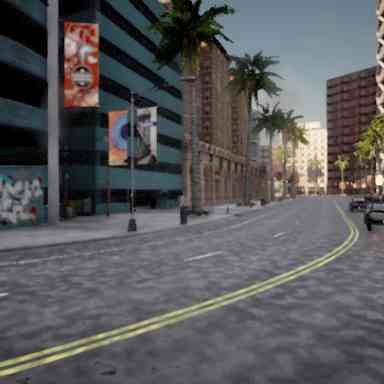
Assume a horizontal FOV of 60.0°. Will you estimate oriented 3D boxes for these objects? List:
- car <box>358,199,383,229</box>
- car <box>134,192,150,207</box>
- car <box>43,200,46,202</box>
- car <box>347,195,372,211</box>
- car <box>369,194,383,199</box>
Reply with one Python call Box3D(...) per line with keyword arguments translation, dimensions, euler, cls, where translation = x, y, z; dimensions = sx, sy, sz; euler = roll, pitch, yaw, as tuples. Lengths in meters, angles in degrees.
Box3D(translation=(11.924, 1.450, 20.991), dimensions=(2.128, 1.511, 4.902), euler=(0, 0, 24), cls="car")
Box3D(translation=(-8.038, 1.057, 46.812), dimensions=(2.435, 2.045, 5.566), euler=(0, 0, 22), cls="car")
Box3D(translation=(-25.481, 1.553, 53.023), dimensions=(1.895, 1.301, 4.718), euler=(0, 0, 22), cls="car")
Box3D(translation=(19.342, 1.436, 38.726), dimensions=(1.837, 1.490, 4.892), euler=(0, 0, 22), cls="car")
Box3D(translation=(38.175, 1.218, 67.878), dimensions=(2.185, 1.767, 4.553), euler=(0, 0, 22), cls="car")
